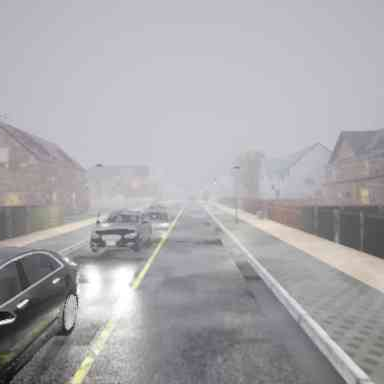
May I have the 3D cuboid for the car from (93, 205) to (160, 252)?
[{"bbox_3d":[-2.810,1.529,14.055,2.128,1.511,4.902,0,0,0],"label":"car"}]

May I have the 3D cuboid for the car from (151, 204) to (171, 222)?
[{"bbox_3d":[-2.818,1.652,26.941,1.994,1.385,4.181,0,0,0],"label":"car"}]

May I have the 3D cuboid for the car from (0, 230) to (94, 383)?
[{"bbox_3d":[-2.842,1.515,3.940,1.837,1.490,4.892,0,0,0],"label":"car"}]

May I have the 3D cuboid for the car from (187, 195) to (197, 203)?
[{"bbox_3d":[-0.017,1.723,87.207,2.150,2.045,5.566,0,-1,0],"label":"car"}]
